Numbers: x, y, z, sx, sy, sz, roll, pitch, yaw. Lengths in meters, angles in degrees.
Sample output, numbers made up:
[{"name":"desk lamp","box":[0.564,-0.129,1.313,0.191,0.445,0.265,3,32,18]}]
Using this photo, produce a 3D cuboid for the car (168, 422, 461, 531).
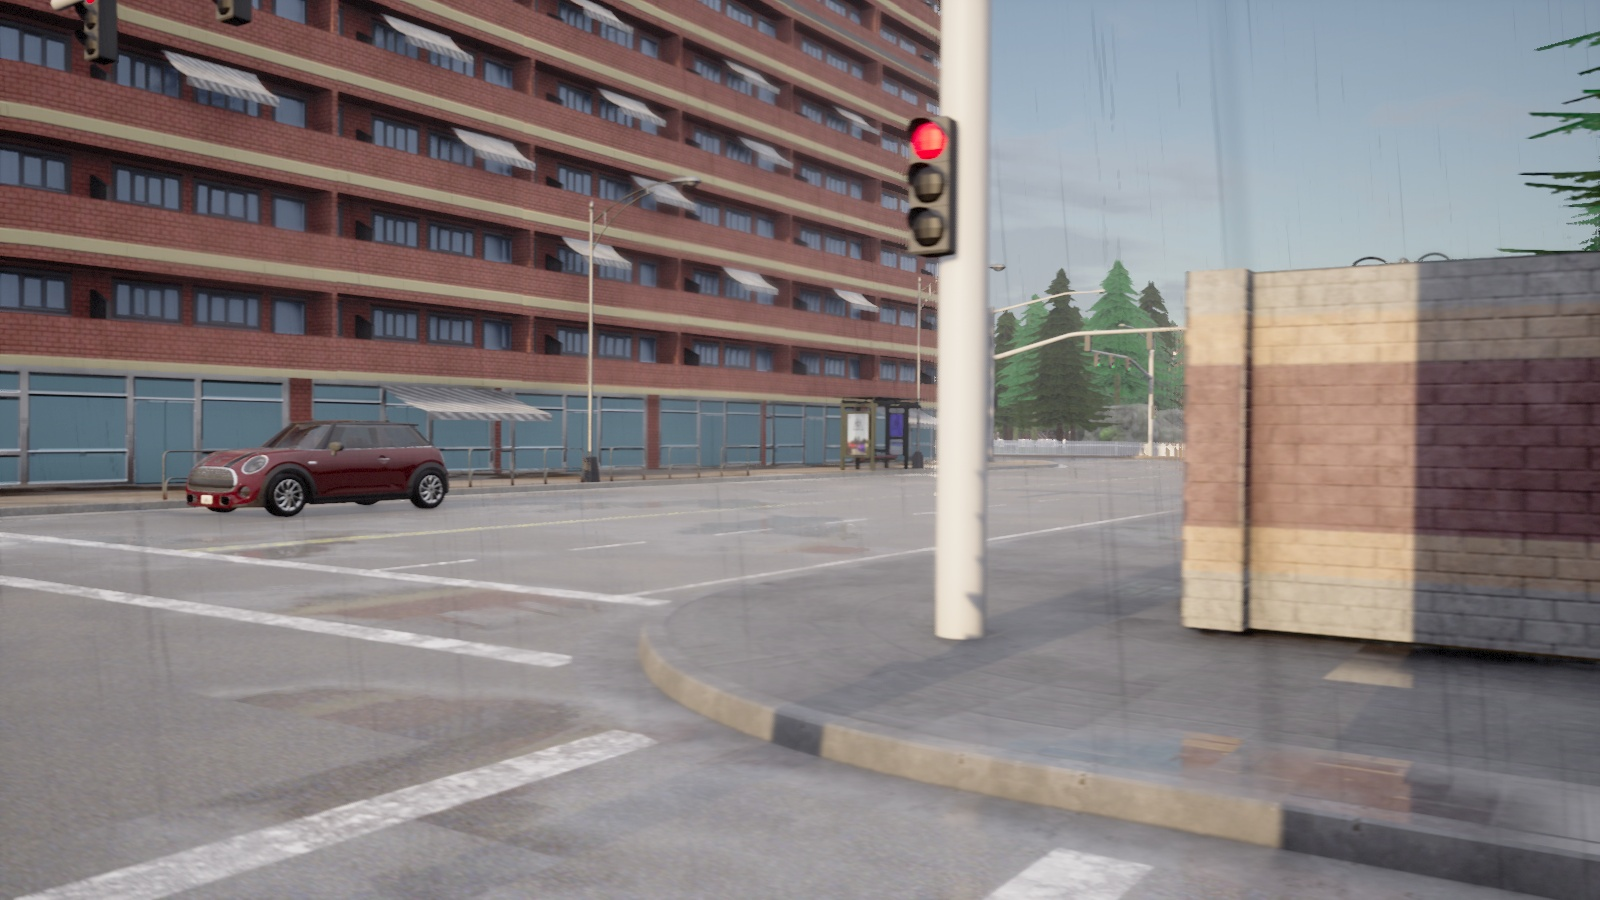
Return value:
[{"name":"car","box":[-8.653,0.389,22.782,2.097,1.767,4.553,0,1,33]}]
